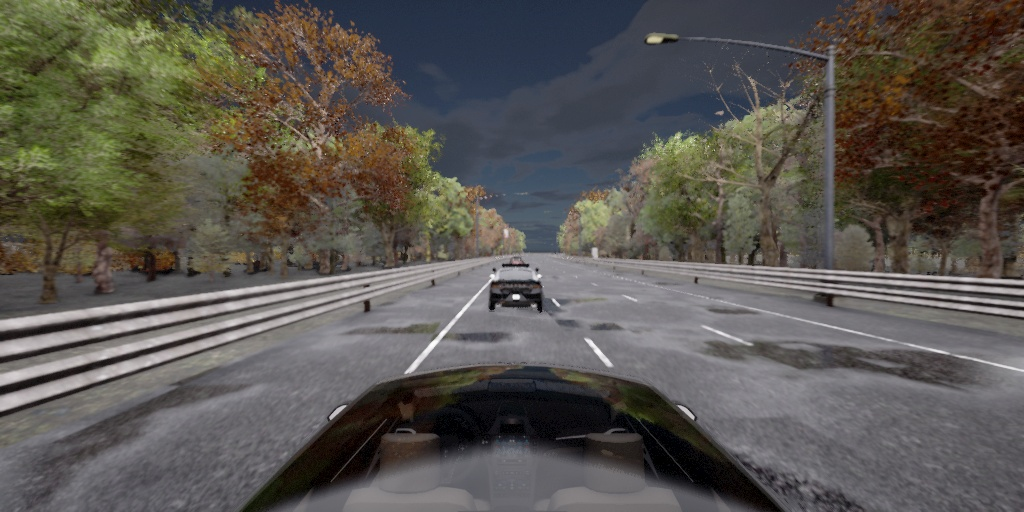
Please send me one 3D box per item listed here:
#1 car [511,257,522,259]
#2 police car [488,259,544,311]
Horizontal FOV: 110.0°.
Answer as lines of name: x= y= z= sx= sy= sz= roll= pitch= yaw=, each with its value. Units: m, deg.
car: x=0.580 y=0.863 z=45.967 sx=2.033 sy=1.649 sz=4.856 roll=0 pitch=0 yaw=1
police car: x=0.145 y=1.088 z=14.049 sx=1.930 sy=1.638 sz=5.238 roll=0 pitch=0 yaw=0
